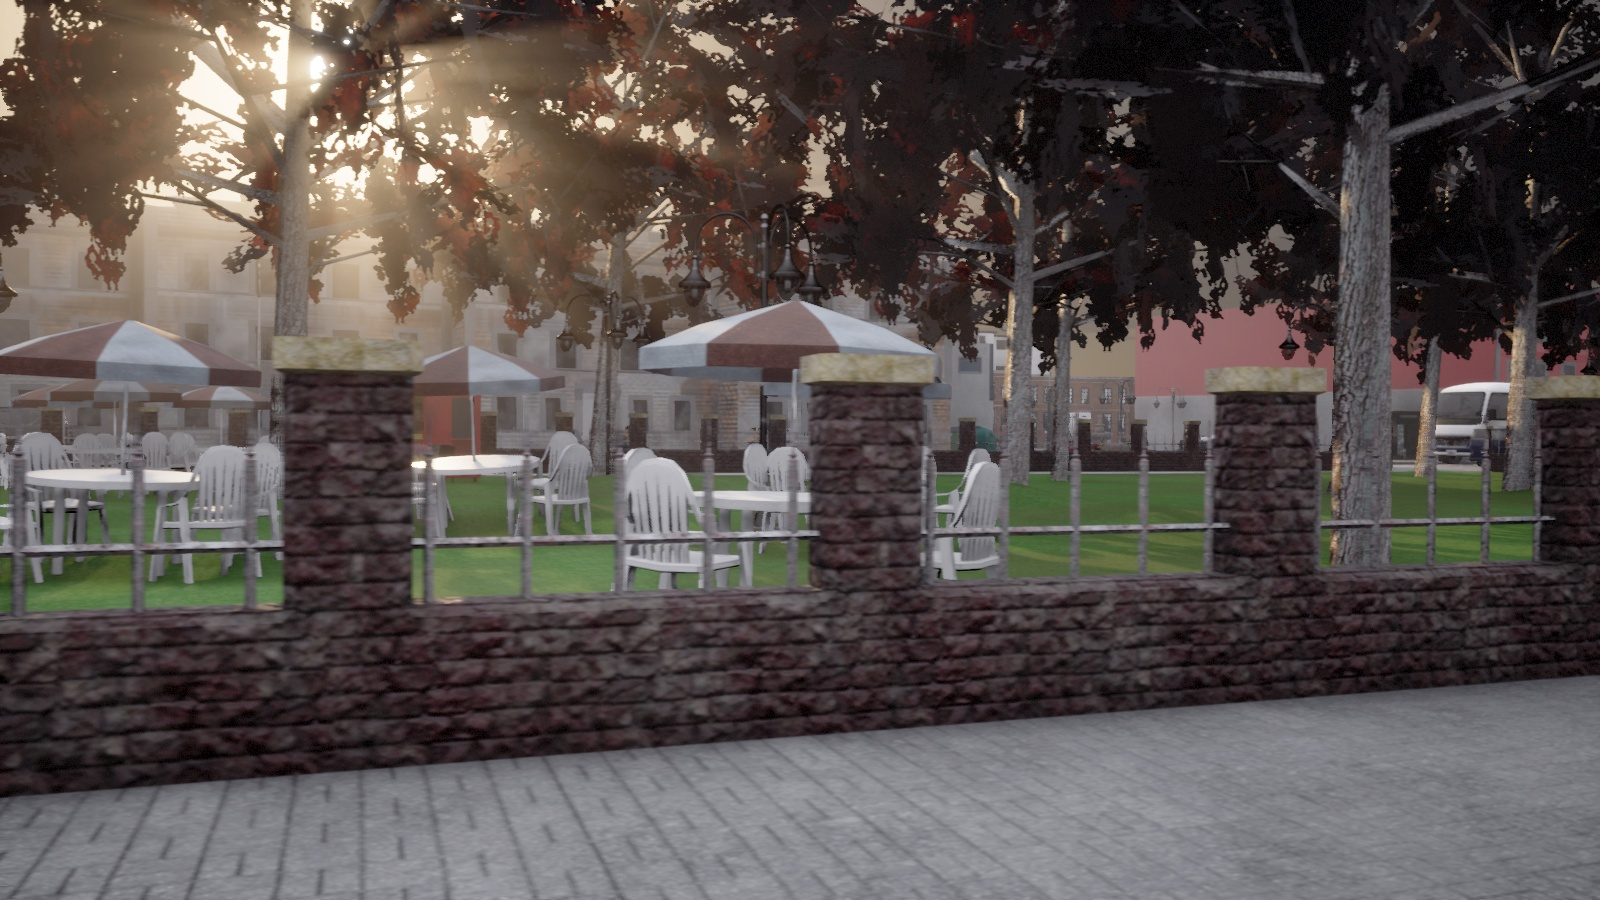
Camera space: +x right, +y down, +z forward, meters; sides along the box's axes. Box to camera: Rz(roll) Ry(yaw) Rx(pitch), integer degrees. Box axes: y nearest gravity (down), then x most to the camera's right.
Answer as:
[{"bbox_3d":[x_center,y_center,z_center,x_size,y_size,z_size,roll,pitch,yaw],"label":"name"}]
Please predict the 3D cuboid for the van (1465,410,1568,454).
[{"bbox_3d":[33.888,-0.871,59.388,4.442,1.987,1.775,-1,1,-19],"label":"van"}]

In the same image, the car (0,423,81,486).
[{"bbox_3d":[-27.437,0.152,41.977,5.566,2.045,2.150,-1,1,-19],"label":"car"}]

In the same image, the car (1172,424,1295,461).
[{"bbox_3d":[18.657,-0.338,54.029,4.892,1.490,1.837,-1,1,-19],"label":"car"}]

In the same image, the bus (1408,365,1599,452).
[{"bbox_3d":[36.902,-2.126,64.674,10.273,4.253,3.944,-1,1,-19],"label":"bus"}]
